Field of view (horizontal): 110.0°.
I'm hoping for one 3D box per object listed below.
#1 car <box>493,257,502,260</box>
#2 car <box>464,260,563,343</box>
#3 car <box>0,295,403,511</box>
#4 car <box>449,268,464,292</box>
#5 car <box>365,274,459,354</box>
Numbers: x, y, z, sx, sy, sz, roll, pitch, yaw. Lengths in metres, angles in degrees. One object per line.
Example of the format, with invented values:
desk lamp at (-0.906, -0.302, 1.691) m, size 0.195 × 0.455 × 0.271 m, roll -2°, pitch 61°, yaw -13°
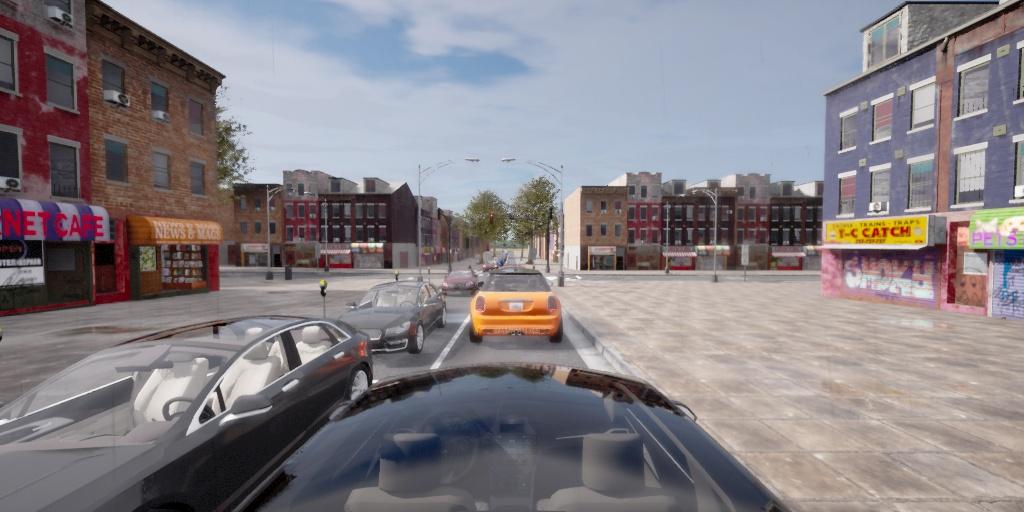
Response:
car at (-2.724, 1.245, 46.212) m, size 1.967 × 1.591 × 4.097 m, roll 0°, pitch 0°, yaw 0°
car at (0.085, 1.101, 9.852) m, size 2.097 × 1.767 × 4.553 m, roll 0°, pitch 0°, yaw 0°
car at (-2.643, 1.300, 3.094) m, size 2.007 × 1.370 × 4.403 m, roll 0°, pitch 0°, yaw 0°
car at (-2.673, 1.337, 19.436) m, size 1.802 × 1.307 × 4.207 m, roll 0°, pitch 0°, yaw 0°
car at (-2.653, 1.299, 8.542) m, size 2.007 × 1.370 × 4.403 m, roll 0°, pitch 0°, yaw 0°
